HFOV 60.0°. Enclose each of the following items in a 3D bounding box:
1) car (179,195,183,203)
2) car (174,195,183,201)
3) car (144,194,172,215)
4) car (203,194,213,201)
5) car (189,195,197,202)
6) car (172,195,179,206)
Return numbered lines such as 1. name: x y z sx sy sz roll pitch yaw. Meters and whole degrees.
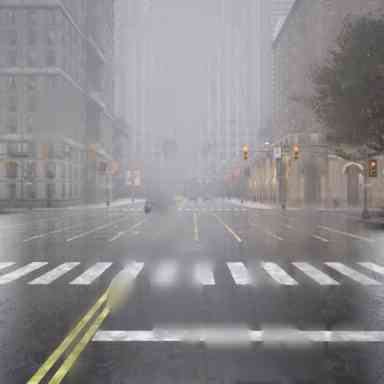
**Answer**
1. car: -3.384 1.478 69.283 1.882 1.535 5.008 0 0 1
2. car: -3.245 1.465 82.052 1.882 1.535 5.008 0 0 1
3. car: -3.583 1.221 34.658 2.150 2.045 5.566 0 0 0
4. car: 3.717 1.280 78.527 2.097 1.767 4.553 0 0 1
5. car: 0.217 1.449 78.594 2.128 1.511 4.902 0 0 1
6. car: -3.565 1.506 53.197 1.837 1.490 4.892 0 0 0
